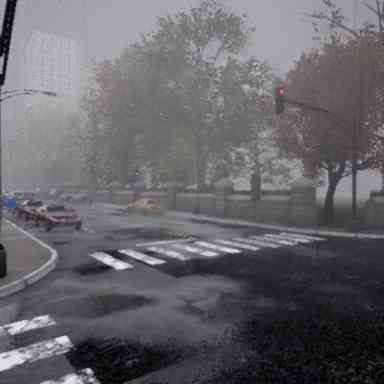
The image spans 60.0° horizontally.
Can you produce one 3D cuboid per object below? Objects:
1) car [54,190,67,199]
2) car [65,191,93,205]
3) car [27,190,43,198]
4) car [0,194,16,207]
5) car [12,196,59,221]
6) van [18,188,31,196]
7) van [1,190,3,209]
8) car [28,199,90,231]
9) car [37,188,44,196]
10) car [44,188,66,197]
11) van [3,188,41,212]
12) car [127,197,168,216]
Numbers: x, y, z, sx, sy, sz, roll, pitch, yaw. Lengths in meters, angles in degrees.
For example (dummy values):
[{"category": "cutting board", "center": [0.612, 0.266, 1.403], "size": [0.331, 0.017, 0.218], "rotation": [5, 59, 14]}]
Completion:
[{"category": "car", "center": [-16.701, 0.777, 45.027], "size": [1.947, 1.339, 4.313], "rotation": [1, 0, -36]}, {"category": "car", "center": [-13.443, 0.859, 40.548], "size": [2.008, 1.369, 4.403], "rotation": [1, 0, -36]}, {"category": "car", "center": [-29.728, 0.378, 62.938], "size": [2.008, 1.369, 4.403], "rotation": [1, 0, -36]}, {"category": "car", "center": [-20.225, 0.864, 35.626], "size": [1.802, 1.307, 4.206], "rotation": [2, 0, -36]}, {"category": "car", "center": [-10.453, 1.157, 22.190], "size": [1.802, 1.307, 4.206], "rotation": [2, 0, -36]}, {"category": "van", "center": [-36.236, -0.022, 71.893], "size": [1.690, 1.788, 3.998], "rotation": [1, 0, -36]}, {"category": "van", "center": [-16.961, 0.720, 31.147], "size": [1.690, 1.788, 3.998], "rotation": [2, 0, -36]}, {"category": "car", "center": [-7.196, 1.255, 17.712], "size": [1.802, 1.307, 4.206], "rotation": [2, 0, -36]}, {"category": "car", "center": [-26.464, 0.238, 58.460], "size": [2.192, 1.841, 5.009], "rotation": [1, 0, -36]}, {"category": "car", "center": [-19.951, 0.430, 49.505], "size": [2.192, 1.841, 5.009], "rotation": [1, 0, -36]}, {"category": "van", "center": [-13.704, 0.818, 26.668], "size": [1.690, 1.788, 3.998], "rotation": [2, 0, -36]}, {"category": "car", "center": [-3.772, 1.123, 27.252], "size": [1.752, 1.417, 4.829], "rotation": [1, 0, -36]}]
